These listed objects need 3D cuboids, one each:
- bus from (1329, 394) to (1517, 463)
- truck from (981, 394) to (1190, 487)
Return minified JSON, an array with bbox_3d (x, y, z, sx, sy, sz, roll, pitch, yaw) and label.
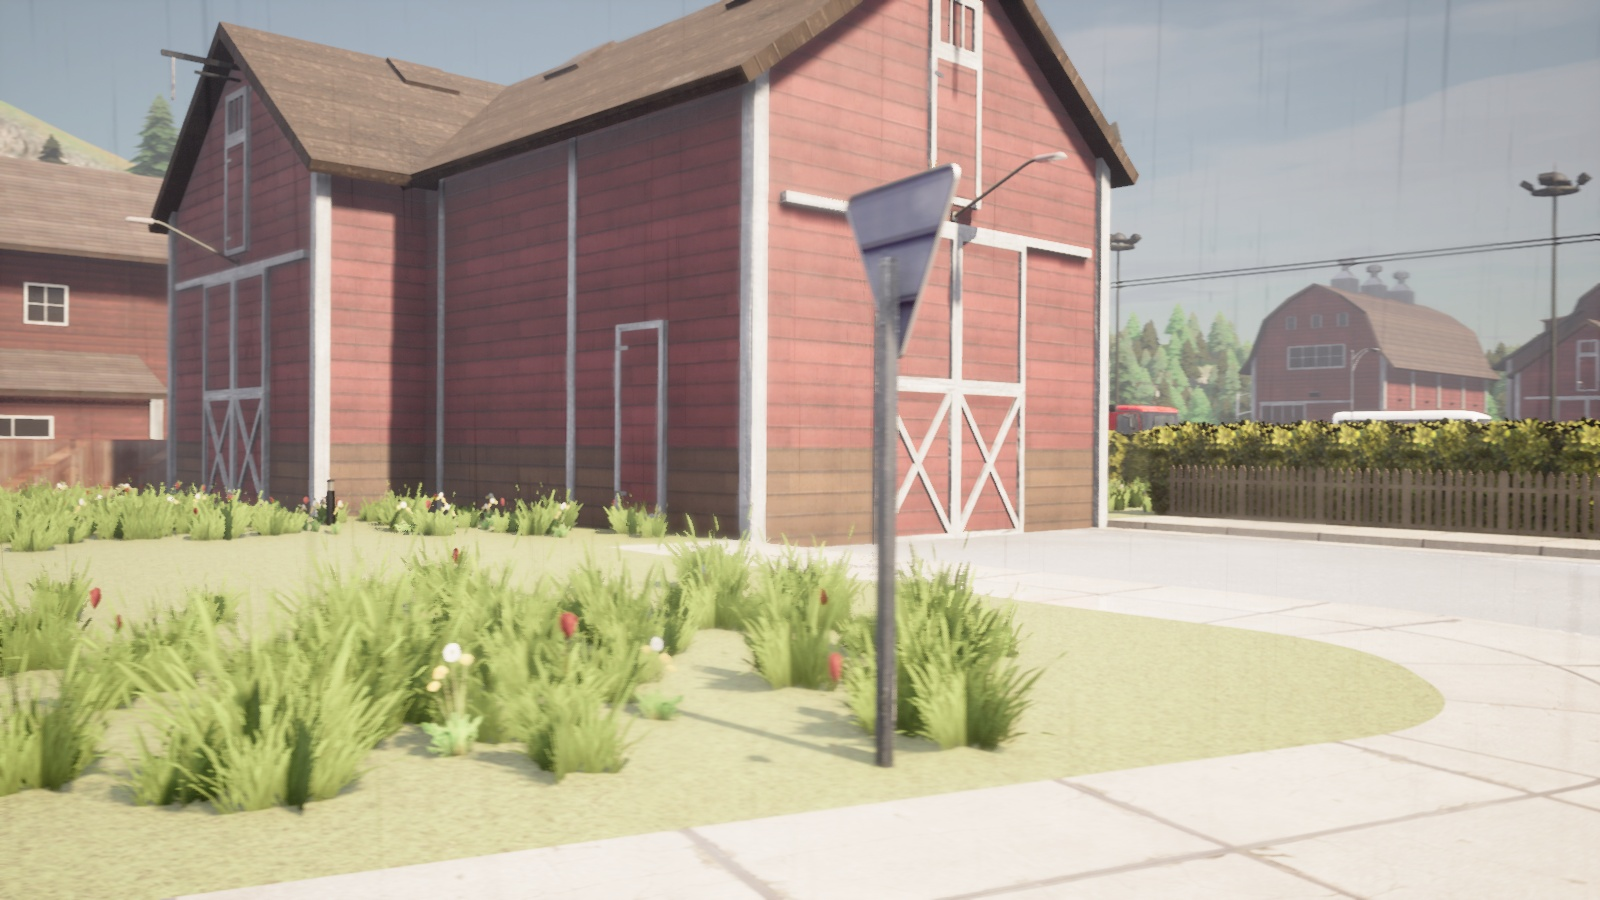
[{"bbox_3d":[40.759,-1.308,82.529,3.944,4.253,10.273,-1,0,-44],"label":"bus"},{"bbox_3d":[11.384,-0.353,50.784,2.891,3.462,7.936,-1,0,-43],"label":"truck"}]
